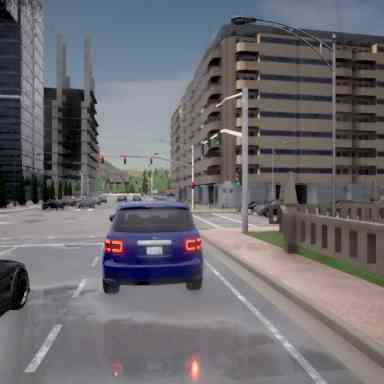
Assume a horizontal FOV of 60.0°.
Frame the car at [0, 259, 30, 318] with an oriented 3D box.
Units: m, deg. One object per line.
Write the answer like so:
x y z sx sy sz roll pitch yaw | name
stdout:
-4.092 1.564 5.077 1.994 1.385 4.181 0 0 -7 | car

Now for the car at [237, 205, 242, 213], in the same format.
7.060 1.560 34.478 4.892 1.490 1.837 0 0 -10 | car

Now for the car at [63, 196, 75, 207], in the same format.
-18.958 1.352 50.769 2.097 1.767 4.553 0 0 -10 | car

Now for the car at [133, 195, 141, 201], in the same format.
-14.472 1.535 87.273 2.033 1.411 5.357 0 0 -10 | car

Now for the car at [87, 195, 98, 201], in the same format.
-23.862 1.451 79.906 1.994 1.385 4.181 0 0 -10 | car

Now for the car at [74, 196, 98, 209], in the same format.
-14.646 1.505 46.338 1.837 1.490 4.892 0 0 -10 | car

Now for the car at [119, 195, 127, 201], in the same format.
-17.922 1.548 86.681 1.994 1.385 4.181 0 0 -10 | car

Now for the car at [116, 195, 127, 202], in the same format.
-16.202 1.524 76.651 2.128 1.511 4.902 0 0 -10 | car

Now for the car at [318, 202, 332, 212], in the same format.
16.134 1.560 36.085 4.892 1.490 1.837 0 0 -10 | car

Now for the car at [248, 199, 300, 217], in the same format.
8.029 1.407 31.095 4.553 1.767 2.097 0 0 -10 | car

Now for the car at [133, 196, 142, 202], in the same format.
-12.772 1.548 77.356 1.994 1.385 4.181 0 0 -10 | car

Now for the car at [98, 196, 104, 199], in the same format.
-16.161 1.526 55.235 1.812 1.442 4.674 0 0 -10 | car

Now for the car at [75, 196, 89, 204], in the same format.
-21.252 1.526 64.563 1.812 1.442 4.674 0 0 -9 | car

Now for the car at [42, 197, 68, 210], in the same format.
-17.459 1.601 42.000 1.895 1.301 4.718 0 0 -10 | car

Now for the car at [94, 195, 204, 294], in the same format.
-1.088 1.221 9.059 2.150 2.045 5.566 0 0 -8 | car

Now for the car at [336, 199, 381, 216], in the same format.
16.523 1.619 32.596 4.181 1.385 1.994 0 0 -10 | car
